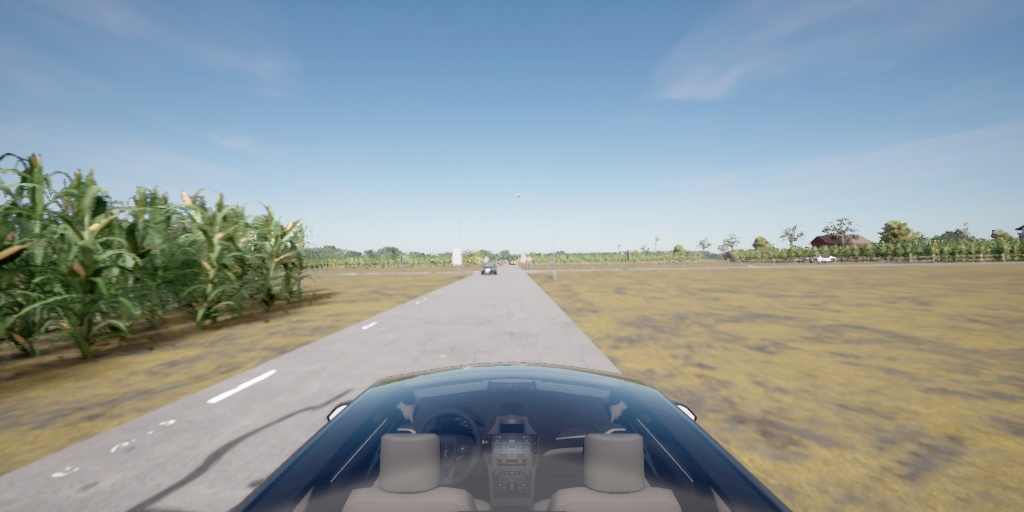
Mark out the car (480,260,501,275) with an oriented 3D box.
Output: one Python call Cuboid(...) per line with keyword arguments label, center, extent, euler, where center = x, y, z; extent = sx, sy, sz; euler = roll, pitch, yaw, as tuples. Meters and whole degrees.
Cuboid(label="car", center=(-2.773, 1.536, 43.811), extent=(2.128, 1.511, 4.902), euler=(0, -1, 0))
